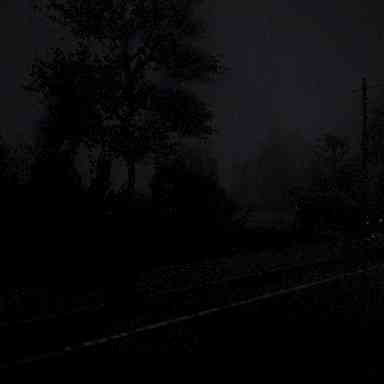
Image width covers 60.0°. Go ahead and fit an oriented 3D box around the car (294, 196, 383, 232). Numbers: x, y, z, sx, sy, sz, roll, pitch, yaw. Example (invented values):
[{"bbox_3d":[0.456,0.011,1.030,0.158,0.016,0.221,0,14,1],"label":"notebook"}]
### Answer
[{"bbox_3d":[9.124,1.266,21.045,2.150,2.045,5.566,0,0,-33],"label":"car"}]
